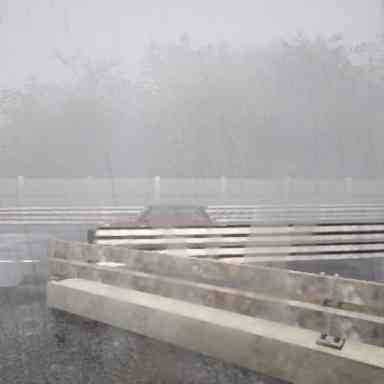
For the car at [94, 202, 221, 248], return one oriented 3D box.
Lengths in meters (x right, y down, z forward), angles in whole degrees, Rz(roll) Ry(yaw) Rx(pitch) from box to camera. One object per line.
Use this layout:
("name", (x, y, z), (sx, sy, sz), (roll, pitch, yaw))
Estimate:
("car", (-1.280, 1.247, 12.450), (4.553, 1.767, 2.097), (0, 0, -7))
